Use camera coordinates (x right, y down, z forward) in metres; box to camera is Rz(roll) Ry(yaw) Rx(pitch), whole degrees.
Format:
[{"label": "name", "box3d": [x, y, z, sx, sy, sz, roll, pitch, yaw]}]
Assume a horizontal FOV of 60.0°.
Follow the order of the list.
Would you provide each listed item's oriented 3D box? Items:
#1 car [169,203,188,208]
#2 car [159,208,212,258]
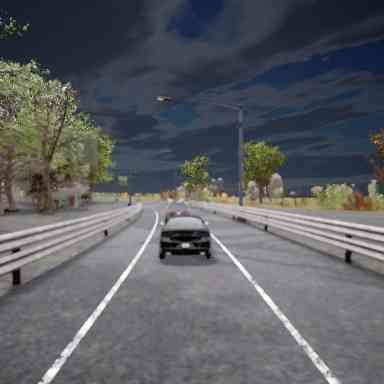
[{"label": "car", "box3d": [-1.164, 1.693, 27.397, 2.097, 1.767, 4.553, 0, -1, -4]}, {"label": "car", "box3d": [-0.298, 1.650, 13.591, 1.882, 1.535, 5.008, 0, 0, -2]}]
